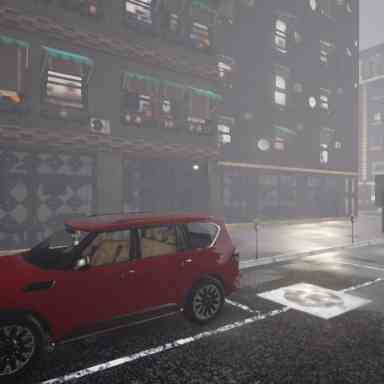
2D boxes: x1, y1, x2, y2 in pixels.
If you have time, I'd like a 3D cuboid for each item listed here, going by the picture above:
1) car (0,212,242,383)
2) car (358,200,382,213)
[{"bbox_3d":[-1.383,1.316,5.569,5.009,1.841,2.192,0,1,-36],"label":"car"},{"bbox_3d":[20.139,1.538,37.349,1.887,1.381,4.507,1,0,-36],"label":"car"}]
